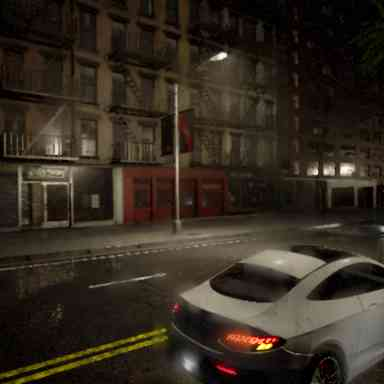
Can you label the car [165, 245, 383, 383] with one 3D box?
[{"bbox_3d":[1.842,1.518,4.754,4.674,1.442,1.812,0,0,-36],"label":"car"}]
